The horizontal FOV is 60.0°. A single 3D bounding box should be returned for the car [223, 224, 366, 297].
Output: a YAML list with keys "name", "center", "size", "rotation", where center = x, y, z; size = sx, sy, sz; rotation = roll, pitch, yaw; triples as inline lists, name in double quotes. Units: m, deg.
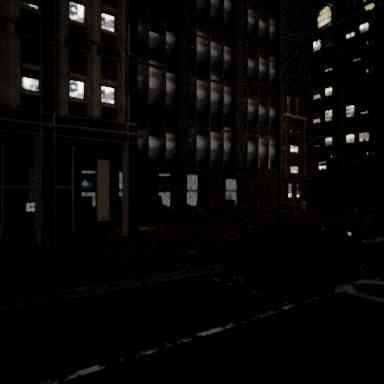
- name: "car"
  center: [2.782, 1.539, 8.542]
  size: [4.313, 1.339, 1.947]
  rotation: [0, 0, -36]

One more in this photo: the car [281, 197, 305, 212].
- name: "car"
  center: [9.658, 1.356, 34.667]
  size: [1.752, 1.417, 4.829]
  rotation: [0, 0, -36]

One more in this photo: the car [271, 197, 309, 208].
- name: "car"
  center: [12.967, 1.355, 44.430]
  size: [1.752, 1.417, 4.829]
  rotation: [0, 0, -36]

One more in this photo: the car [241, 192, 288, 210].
- name: "car"
  center: [8.731, 1.048, 40.401]
  size: [2.150, 2.045, 5.566]
  rotation: [0, 0, -36]

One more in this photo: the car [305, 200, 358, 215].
- name: "car"
  center: [12.859, 1.423, 30.203]
  size: [1.802, 1.307, 4.206]
  rotation: [0, 0, -36]
